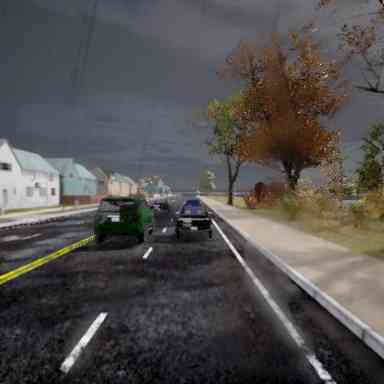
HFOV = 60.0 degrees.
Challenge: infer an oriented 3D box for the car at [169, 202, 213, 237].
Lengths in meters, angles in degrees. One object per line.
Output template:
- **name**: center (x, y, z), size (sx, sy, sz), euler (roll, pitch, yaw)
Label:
- **car**: center (0.101, 1.497, 18.087), size (2.128, 1.511, 4.902), euler (0, 0, 0)

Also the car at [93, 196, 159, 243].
- **car**: center (-3.149, 1.227, 16.381), size (2.150, 2.045, 5.566), euler (0, 0, 0)

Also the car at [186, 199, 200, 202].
- **car**: center (0.103, 1.493, 36.556), size (1.882, 1.535, 5.008), euler (0, 0, 0)

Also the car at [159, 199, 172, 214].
- **car**: center (-3.149, 1.505, 34.735), size (2.128, 1.511, 4.902), euler (0, 0, 0)
